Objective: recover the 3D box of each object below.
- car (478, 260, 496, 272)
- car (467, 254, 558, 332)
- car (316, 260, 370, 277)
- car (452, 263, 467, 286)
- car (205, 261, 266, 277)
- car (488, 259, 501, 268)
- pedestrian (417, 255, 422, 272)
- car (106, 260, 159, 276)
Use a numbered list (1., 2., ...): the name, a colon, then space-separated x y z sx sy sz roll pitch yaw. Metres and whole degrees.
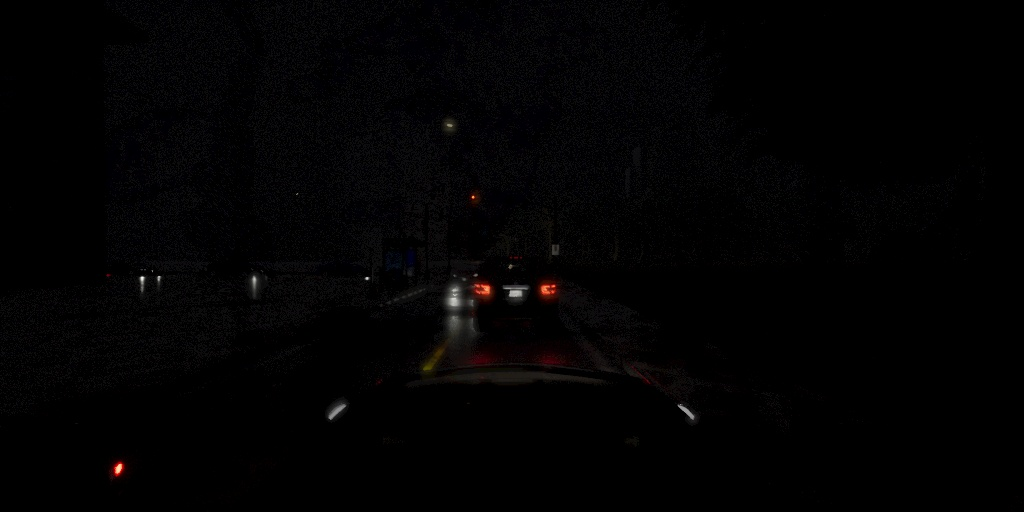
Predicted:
1. car: -3.081 1.270 45.613 1.994 1.385 4.181 0 0 0
2. car: 0.099 0.968 11.039 2.150 2.045 5.566 0 0 0
3. car: -15.157 1.176 32.728 5.008 1.535 1.882 0 0 0
4. car: -3.092 1.260 25.594 1.812 1.442 4.674 0 0 0
5. car: -25.343 1.175 32.986 4.892 1.490 1.837 0 1 1
6. car: -3.058 1.225 62.619 2.033 1.411 5.357 0 0 0
7. pedestrian: -10.071 0.800 38.828 0.375 1.860 0.375 0 0 1
8. car: -35.716 1.146 33.263 4.892 1.490 1.837 0 1 2
